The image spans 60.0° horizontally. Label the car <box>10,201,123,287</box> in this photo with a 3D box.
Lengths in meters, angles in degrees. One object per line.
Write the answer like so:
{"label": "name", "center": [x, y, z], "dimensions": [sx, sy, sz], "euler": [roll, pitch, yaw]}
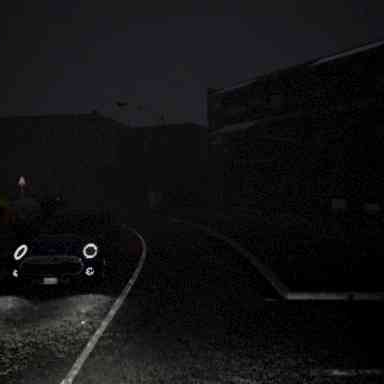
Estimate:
{"label": "car", "center": [-3.283, 1.346, 9.570], "dimensions": [2.097, 1.767, 4.553], "euler": [0, 1, -4]}

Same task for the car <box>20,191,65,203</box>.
{"label": "car", "center": [-13.838, 0.703, 30.398], "dimensions": [4.553, 1.767, 2.097], "euler": [0, 2, 24]}
